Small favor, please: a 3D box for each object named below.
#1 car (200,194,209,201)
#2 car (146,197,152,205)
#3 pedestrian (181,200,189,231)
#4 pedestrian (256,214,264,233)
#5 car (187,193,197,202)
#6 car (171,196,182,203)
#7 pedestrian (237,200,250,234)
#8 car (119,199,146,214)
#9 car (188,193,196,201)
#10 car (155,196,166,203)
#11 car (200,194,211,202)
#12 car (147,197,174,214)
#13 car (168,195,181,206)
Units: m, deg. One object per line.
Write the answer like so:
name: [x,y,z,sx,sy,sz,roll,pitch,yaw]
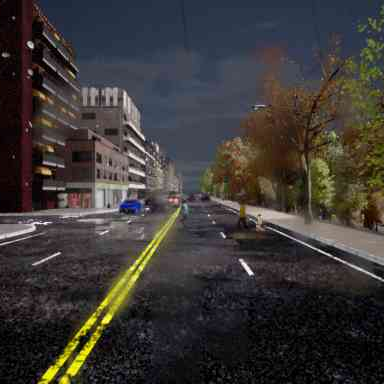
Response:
car: [3.236,1.294,84.524,2.097,1.767,4.553,0,0,0]
car: [-6.596,1.488,54.228,1.882,1.535,5.008,0,0,0]
pedestrian: [-0.406,1.295,19.009,0.375,1.860,0.375,0,0,0]
pedestrian: [3.769,1.675,18.409,0.500,1.100,0.500,0,0,0]
car: [-0.012,1.491,74.137,1.882,1.535,5.008,0,0,0]
car: [-3.263,1.570,69.949,1.994,1.385,4.181,0,0,0]
pedestrian: [2.743,1.295,17.809,0.375,1.860,0.375,0,0,0]
car: [-6.604,1.517,36.063,1.882,1.535,5.008,0,1,0]
car: [-0.015,1.164,84.583,2.150,2.045,5.566,0,0,0]
car: [-6.512,1.614,69.388,1.895,1.301,4.718,0,0,0]
car: [3.237,1.513,74.138,1.837,1.490,4.892,0,0,0]
car: [-3.359,1.593,36.527,1.994,1.385,4.181,0,0,0]
car: [-3.348,1.364,54.802,2.097,1.767,4.553,0,0,0]
